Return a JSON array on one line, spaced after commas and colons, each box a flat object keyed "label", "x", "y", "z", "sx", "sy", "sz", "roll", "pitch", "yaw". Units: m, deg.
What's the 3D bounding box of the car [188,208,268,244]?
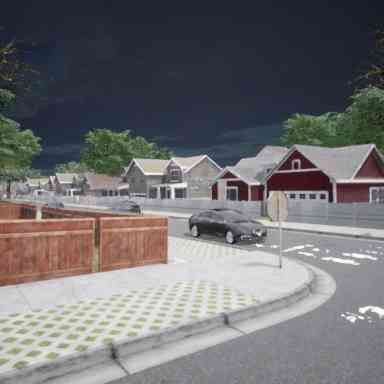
[{"label": "car", "x": 1.655, "y": 1.622, "z": 16.748, "sx": 1.837, "sy": 1.490, "sz": 4.892, "roll": -1, "pitch": 1, "yaw": -33}]

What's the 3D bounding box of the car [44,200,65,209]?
[{"label": "car", "x": -19.067, "y": 1.851, "z": 45.898, "sx": 2.033, "sy": 1.411, "sz": 5.357, "roll": -1, "pitch": 1, "yaw": -35}]

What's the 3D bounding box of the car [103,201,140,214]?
[{"label": "car", "x": -5.870, "y": 1.760, "z": 27.354, "sx": 1.994, "sy": 1.385, "sz": 4.181, "roll": -1, "pitch": 1, "yaw": -36}]
